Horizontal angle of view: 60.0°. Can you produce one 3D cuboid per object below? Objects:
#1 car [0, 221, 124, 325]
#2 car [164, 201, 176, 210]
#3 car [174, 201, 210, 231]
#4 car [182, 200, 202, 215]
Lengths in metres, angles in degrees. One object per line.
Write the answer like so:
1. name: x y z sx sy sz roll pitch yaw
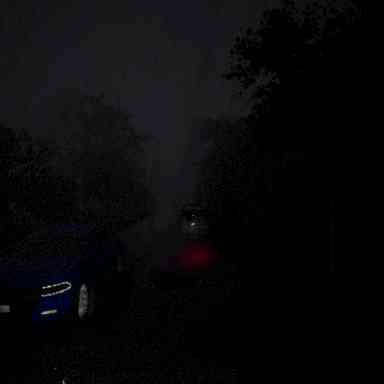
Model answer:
1. car: -2.854 1.485 7.500 1.882 1.535 5.008 0 0 0
2. car: -2.992 2.009 49.296 1.994 1.385 4.181 0 -1 0
3. car: 0.073 1.557 20.758 1.837 1.490 4.892 0 0 0
4. car: 0.001 1.742 38.733 2.128 1.511 4.902 0 -1 0
